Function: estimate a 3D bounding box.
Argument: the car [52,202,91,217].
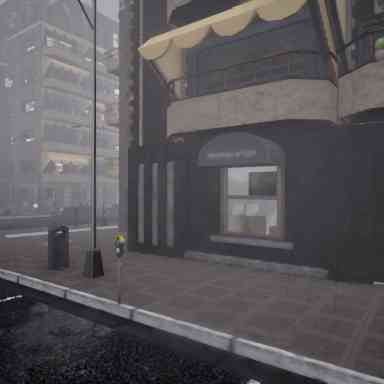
[{"bbox_3d":[-12.752,1.821,35.326,1.967,1.590,4.097,-1,-1,35],"label":"car"}]

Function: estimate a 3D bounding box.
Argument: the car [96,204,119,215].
[{"bbox_3d":[-9.465,2.063,39.947,1.802,1.307,4.206,-1,-1,35],"label":"car"}]
